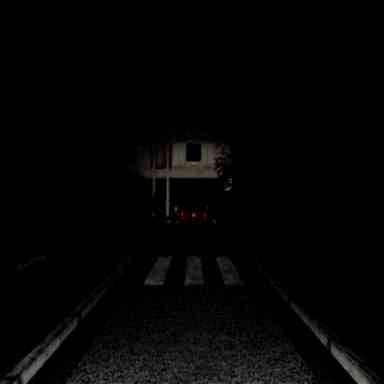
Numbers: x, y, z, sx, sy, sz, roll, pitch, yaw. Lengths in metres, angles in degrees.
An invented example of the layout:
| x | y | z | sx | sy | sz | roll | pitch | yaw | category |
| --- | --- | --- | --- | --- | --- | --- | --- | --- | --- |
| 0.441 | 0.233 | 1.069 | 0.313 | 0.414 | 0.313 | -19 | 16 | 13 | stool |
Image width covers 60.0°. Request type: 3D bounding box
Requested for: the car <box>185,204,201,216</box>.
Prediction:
| x | y | z | sx | sy | sz | roll | pitch | yaw | category |
| --- | --- | --- | --- | --- | --- | --- | --- | --- | --- |
| 0.120 | 2.284 | 43.001 | 1.882 | 1.535 | 5.008 | 0 | -2 | 0 | car |

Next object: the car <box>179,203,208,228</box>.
| x | y | z | sx | sy | sz | roll | pitch | yaw | category |
| --- | --- | --- | --- | --- | --- | --- | --- | --- | --- |
| 0.112 | 1.677 | 25.237 | 2.097 | 1.767 | 4.553 | 0 | -1 | 0 | car |
